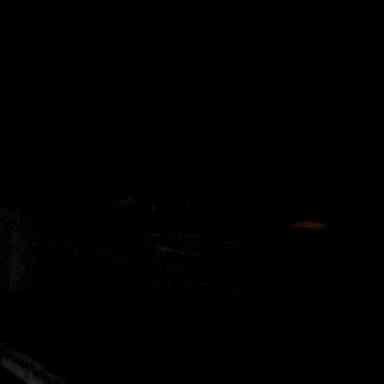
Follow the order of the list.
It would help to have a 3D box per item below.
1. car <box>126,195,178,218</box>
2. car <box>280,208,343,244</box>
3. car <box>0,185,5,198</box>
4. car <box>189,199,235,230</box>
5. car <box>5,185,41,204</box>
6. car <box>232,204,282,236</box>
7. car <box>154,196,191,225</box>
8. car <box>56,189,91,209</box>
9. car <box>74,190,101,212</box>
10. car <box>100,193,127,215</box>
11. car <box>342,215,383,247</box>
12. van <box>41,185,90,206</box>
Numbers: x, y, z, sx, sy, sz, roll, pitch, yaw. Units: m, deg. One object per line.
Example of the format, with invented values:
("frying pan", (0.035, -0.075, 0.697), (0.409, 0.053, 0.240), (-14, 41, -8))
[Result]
("car", (-2.155, 1.005, 24.301), (2.185, 1.767, 4.553), (4, 2, 35))
("car", (6.748, 1.684, 17.703), (1.946, 1.575, 5.366), (4, 2, 35))
("car", (-20.360, 0.024, 36.980), (1.946, 1.575, 5.366), (3, 2, 35))
("car", (2.336, 1.409, 21.061), (2.231, 1.521, 4.892), (4, 2, 35))
("car", (-15.752, 0.332, 33.895), (2.163, 1.488, 4.792), (3, 2, 35))
("car", (4.614, 1.576, 19.485), (2.163, 1.488, 4.792), (4, 2, 35))
("car", (0.084, 1.269, 22.677), (2.097, 1.535, 5.008), (4, 2, 35))
("car", (-8.961, 0.755, 29.098), (2.002, 1.452, 4.674), (3, 2, 35))
("car", (-6.700, 0.853, 27.488), (2.097, 1.535, 5.008), (3, 2, 35))
("car", (-4.441, 1.031, 25.885), (2.002, 1.452, 4.674), (3, 2, 35))
("car", (9.132, 1.856, 16.272), (2.163, 1.488, 4.792), (4, 2, 35))
("van", (-11.139, 0.352, 30.794), (1.878, 1.987, 4.442), (3, 2, 35))
